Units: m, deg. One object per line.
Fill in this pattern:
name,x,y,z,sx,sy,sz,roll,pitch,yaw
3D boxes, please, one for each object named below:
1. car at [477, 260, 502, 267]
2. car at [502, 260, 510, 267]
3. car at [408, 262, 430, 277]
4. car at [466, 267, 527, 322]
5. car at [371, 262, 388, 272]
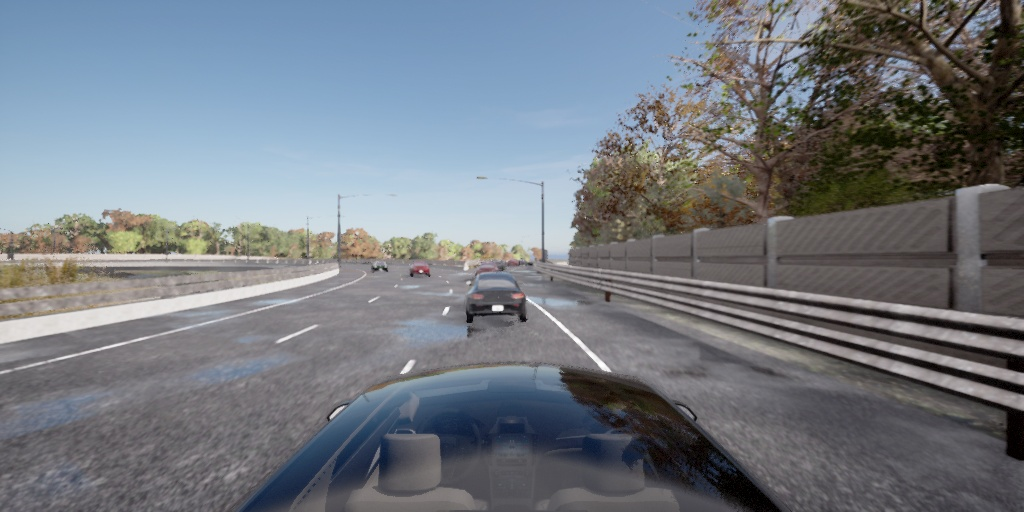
car,-1.984,1.255,29.931,1.812,1.442,4.674,0,0,-2
car,-1.768,1.204,45.332,2.128,1.511,4.902,0,0,3
car,-9.334,1.277,36.139,1.812,1.442,4.674,0,0,-19
car,-0.574,1.267,12.132,1.812,1.442,4.674,0,0,-5
car,-17.287,1.371,46.637,1.895,1.301,4.718,0,0,-25
